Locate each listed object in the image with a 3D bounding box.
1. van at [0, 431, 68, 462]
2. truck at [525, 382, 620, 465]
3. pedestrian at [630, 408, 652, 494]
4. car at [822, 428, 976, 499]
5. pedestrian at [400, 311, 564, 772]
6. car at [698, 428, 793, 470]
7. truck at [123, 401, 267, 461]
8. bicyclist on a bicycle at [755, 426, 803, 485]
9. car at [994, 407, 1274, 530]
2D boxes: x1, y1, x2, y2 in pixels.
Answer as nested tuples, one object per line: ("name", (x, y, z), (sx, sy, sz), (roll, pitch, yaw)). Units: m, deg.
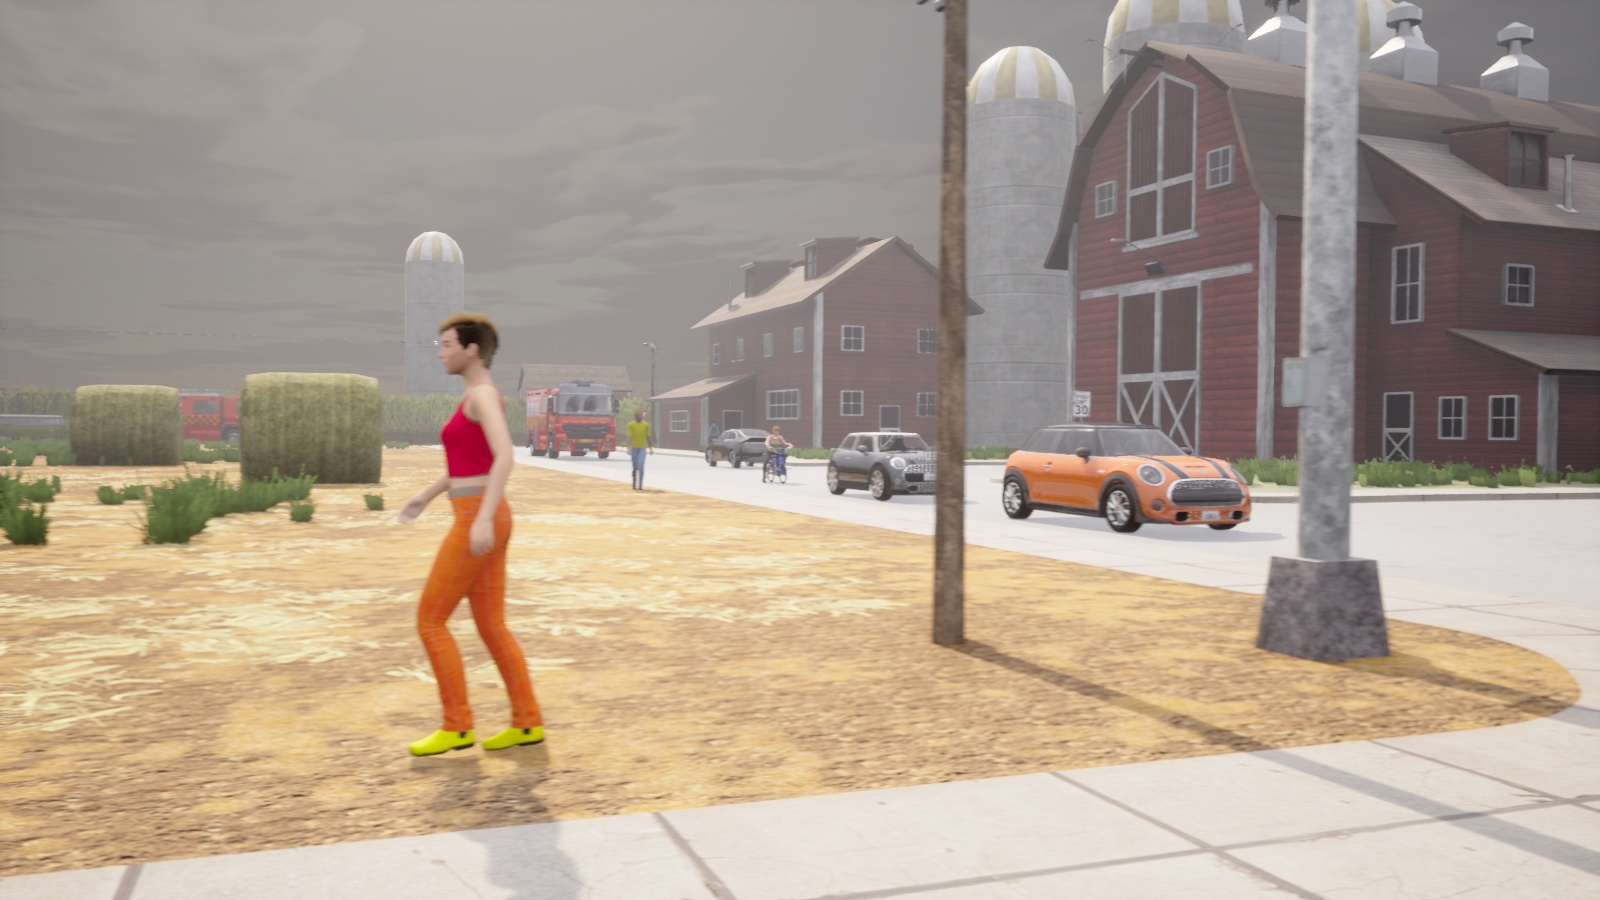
("van", (-51.587, -0.262, 83.859), (4.442, 1.987, 1.775), (-1, 1, -21))
("truck", (-11.342, -1.281, 61.871), (2.891, 3.827, 8.468), (-1, 1, -22))
("pedestrian", (-3.450, 0.016, 27.233), (0.354, 1.836, 0.706), (-1, 1, -16))
("car", (2.141, 0.251, 28.338), (1.970, 1.475, 3.806), (-1, 1, -22))
("pedestrian", (-1.304, 0.360, 5.203), (0.594, 1.836, 0.345), (-1, 1, -7))
("car", (-2.173, -0.056, 48.466), (2.128, 1.511, 4.902), (-1, 0, -22))
("truck", (-40.468, -1.308, 84.367), (8.468, 3.827, 2.891), (-1, 1, -21))
("bicyclist on a bicycle", (-0.597, 0.140, 35.137), (0.866, 1.612, 1.509), (-1, 1, -22))
("car", (5.272, 0.233, 20.534), (2.097, 1.767, 4.553), (-1, 1, -22))
